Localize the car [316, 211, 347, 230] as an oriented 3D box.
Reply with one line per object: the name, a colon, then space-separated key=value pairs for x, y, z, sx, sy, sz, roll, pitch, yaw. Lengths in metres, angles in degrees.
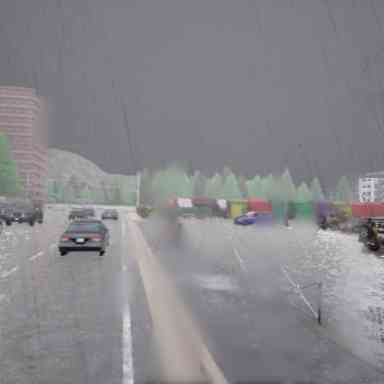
car: x=14.013 y=2.688 z=31.220 sx=4.605 sy=1.855 sz=1.932 roll=2 pitch=-2 yaw=-11

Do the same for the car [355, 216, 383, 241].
car: x=15.162 y=2.752 z=25.756 sx=3.806 sy=1.475 sz=1.970 roll=2 pitch=-2 yaw=-11

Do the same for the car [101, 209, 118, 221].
car: x=-10.532 y=2.909 z=42.609 sx=1.994 sy=1.385 sz=4.181 roll=2 pitch=-2 yaw=-12

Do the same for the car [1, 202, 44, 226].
car: x=-15.395 y=2.017 z=30.891 sx=2.150 sy=2.045 sz=5.566 roll=2 pitch=-2 yaw=-12

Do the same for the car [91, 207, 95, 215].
car: x=-15.588 y=2.986 z=49.702 sx=2.128 sy=1.511 sz=4.902 roll=2 pitch=-2 yaw=-12

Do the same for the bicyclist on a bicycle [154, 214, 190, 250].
bicyclist on a bicycle: x=-0.894 y=1.841 z=15.122 sx=1.656 sy=1.620 sz=0.582 roll=2 pitch=-2 yaw=-12

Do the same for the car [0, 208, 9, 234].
car: x=-13.227 y=1.960 z=20.419 sx=1.837 sy=1.490 sz=4.892 roll=2 pitch=-2 yaw=-12

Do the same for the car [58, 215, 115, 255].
car: x=-4.856 y=2.005 z=15.396 sx=2.033 sy=1.411 sz=5.357 roll=2 pitch=-2 yaw=-12

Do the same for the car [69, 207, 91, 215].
car: x=-13.442 y=2.665 z=39.463 sx=1.837 sy=1.490 sz=4.892 roll=2 pitch=-2 yaw=-12

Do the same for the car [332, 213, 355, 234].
car: x=14.590 y=2.813 z=28.593 sx=3.905 sy=1.438 sz=1.784 roll=2 pitch=-2 yaw=-11
